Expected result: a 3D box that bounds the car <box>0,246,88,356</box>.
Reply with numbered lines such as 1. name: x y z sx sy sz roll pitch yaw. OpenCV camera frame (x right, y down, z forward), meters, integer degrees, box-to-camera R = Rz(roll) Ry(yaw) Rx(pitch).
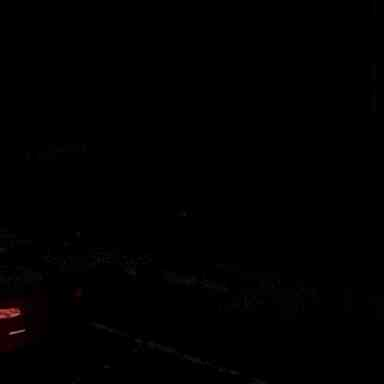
1. car: -3.476 1.581 5.532 4.206 1.307 1.802 0 0 35
